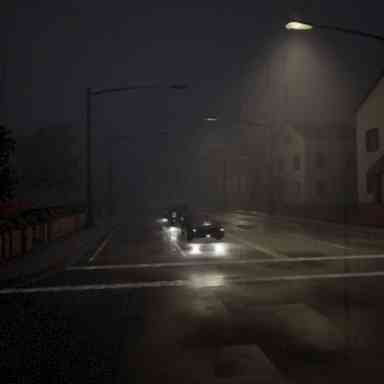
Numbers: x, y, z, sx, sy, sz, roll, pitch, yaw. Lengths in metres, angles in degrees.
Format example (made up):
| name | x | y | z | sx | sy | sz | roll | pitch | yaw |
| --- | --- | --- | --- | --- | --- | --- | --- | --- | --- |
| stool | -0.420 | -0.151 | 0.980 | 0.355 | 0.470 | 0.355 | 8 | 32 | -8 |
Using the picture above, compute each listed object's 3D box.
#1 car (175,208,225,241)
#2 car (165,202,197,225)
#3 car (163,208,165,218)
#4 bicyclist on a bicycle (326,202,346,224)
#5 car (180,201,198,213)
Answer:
| name | x | y | z | sx | sy | sz | roll | pitch | yaw |
| --- | --- | --- | --- | --- | --- | --- | --- | --- | --- |
| car | 0.441 | 1.882 | 19.321 | 2.033 | 1.411 | 5.357 | -1 | -1 | -8 |
| car | -0.933 | 1.866 | 28.688 | 2.097 | 1.767 | 4.553 | -1 | -1 | -8 |
| car | -2.350 | 2.228 | 38.471 | 1.812 | 1.442 | 4.674 | -1 | -1 | -8 |
| bicyclist on a bicycle | 10.738 | 1.591 | 24.783 | 1.656 | 1.620 | 0.582 | -1 | -1 | -8 |
| car | -0.542 | 2.253 | 51.497 | 2.097 | 1.767 | 4.553 | -1 | -1 | -8 |
